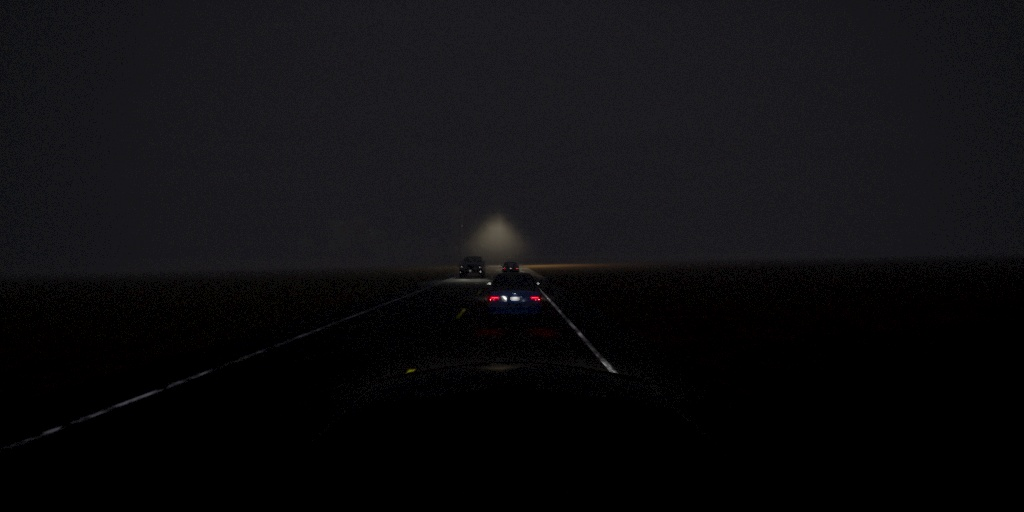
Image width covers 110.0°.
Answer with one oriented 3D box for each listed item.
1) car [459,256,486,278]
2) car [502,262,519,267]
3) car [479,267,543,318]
[{"bbox_3d":[-3.741,0.996,34.846,2.150,2.045,5.566,0,0,0],"label":"car"},{"bbox_3d":[-0.159,1.325,39.137,2.033,1.411,5.357,0,0,-1],"label":"car"},{"bbox_3d":[0.073,1.301,13.019,2.033,1.411,5.357,0,0,0],"label":"car"}]
